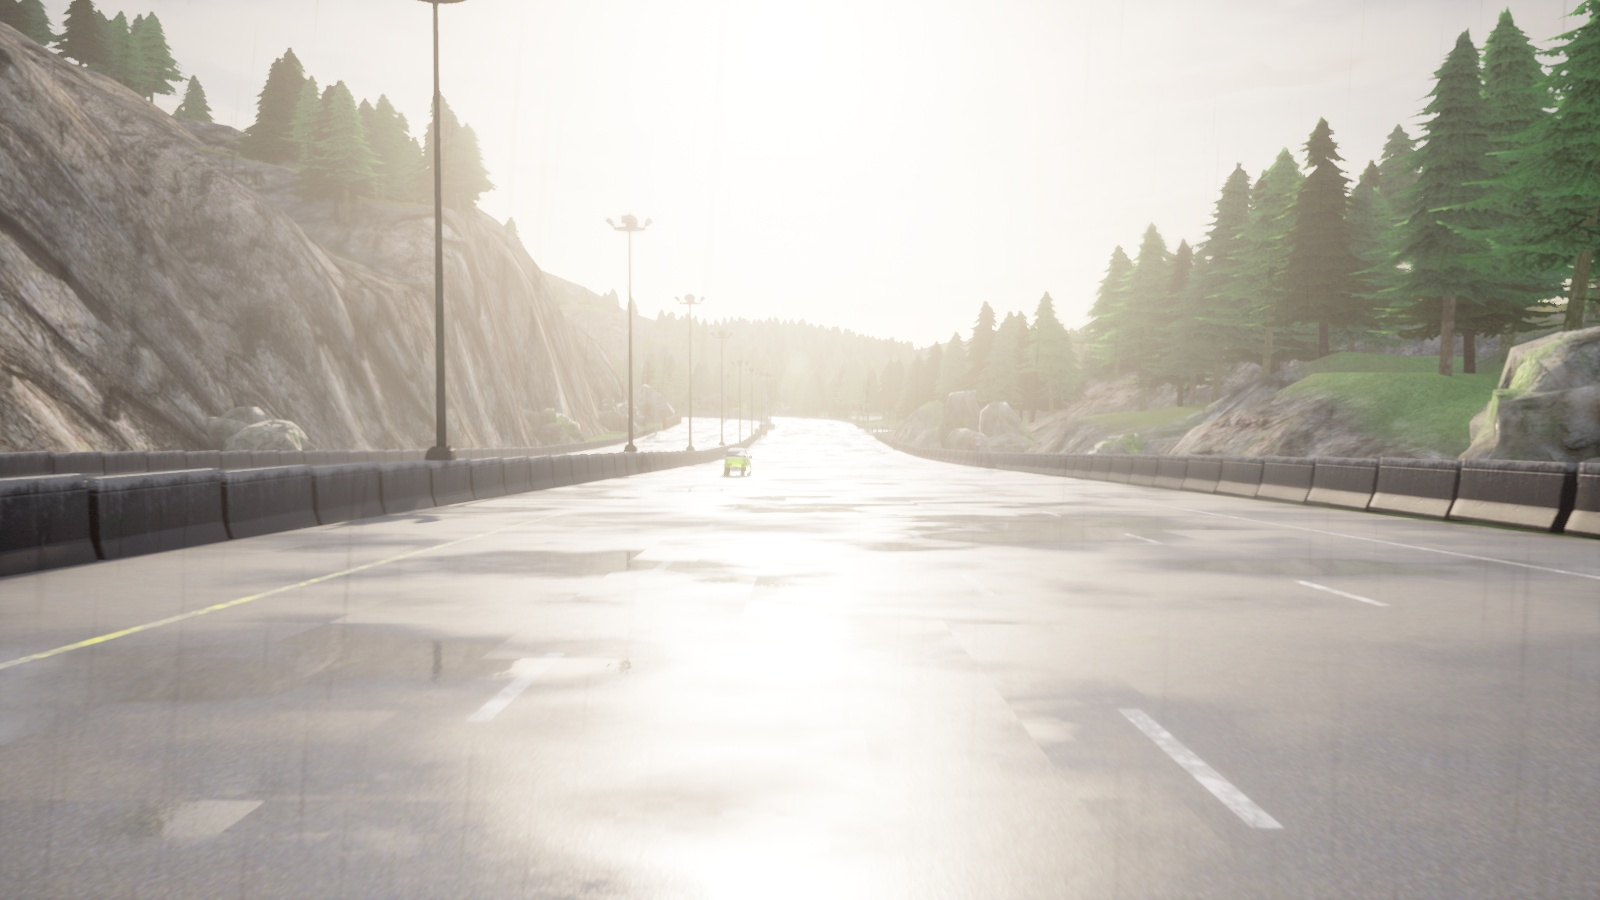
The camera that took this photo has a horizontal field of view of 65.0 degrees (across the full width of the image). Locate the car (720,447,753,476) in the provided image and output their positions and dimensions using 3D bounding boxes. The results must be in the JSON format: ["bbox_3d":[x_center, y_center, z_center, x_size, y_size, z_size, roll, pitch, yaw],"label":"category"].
[{"bbox_3d":[-3.124,0.568,62.194,1.481,1.376,2.207,0,0,0],"label":"car"}]
